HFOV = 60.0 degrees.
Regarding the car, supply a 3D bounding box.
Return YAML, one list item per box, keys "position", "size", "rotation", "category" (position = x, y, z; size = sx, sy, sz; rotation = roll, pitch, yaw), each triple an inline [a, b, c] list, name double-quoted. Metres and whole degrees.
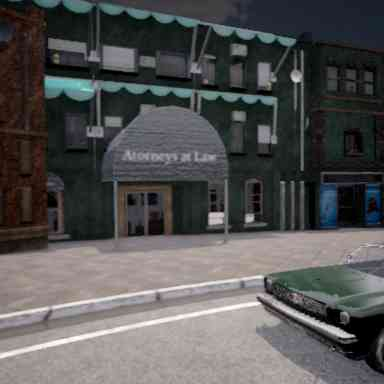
- position: [3.460, 1.540, 5.401]
  size: [4.718, 1.301, 1.895]
  rotation: [0, 1, -23]
  category: "car"
